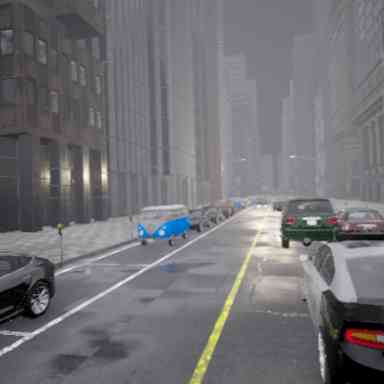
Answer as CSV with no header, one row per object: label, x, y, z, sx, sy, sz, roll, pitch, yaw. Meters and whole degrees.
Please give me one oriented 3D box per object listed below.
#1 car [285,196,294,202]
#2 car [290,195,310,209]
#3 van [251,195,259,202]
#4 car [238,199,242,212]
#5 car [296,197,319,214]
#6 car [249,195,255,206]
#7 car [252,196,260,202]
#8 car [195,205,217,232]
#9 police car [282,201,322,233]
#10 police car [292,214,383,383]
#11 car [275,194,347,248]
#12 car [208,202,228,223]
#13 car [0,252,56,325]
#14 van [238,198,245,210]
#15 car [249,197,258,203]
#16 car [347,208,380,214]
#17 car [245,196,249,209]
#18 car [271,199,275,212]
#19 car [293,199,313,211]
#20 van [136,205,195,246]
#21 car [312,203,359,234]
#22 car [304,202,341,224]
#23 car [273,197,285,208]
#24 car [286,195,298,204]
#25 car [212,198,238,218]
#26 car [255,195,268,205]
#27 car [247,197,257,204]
car,23.425,1.711,79.822,1.947,1.339,4.313,-2,-1,14
car,15.188,1.356,47.025,2.192,1.841,5.009,-2,-1,14
van,16.523,1.778,87.358,1.690,1.788,3.998,-2,-1,14
car,4.186,1.825,38.151,1.887,1.381,4.507,-2,-1,14
car,12.449,1.448,36.089,1.967,1.590,4.097,-2,-1,14
car,9.669,1.788,60.021,1.967,1.590,4.097,-2,-1,14
car,17.898,1.896,92.824,1.967,1.590,4.097,-2,-1,14
car,0.072,1.796,21.749,1.947,1.339,4.313,-2,-1,14
police car,6.657,1.444,20.642,1.930,1.638,5.238,-2,-1,14
police car,2.764,1.397,5.123,1.930,1.638,5.238,-2,-1,14
car,5.008,1.222,14.780,2.150,2.045,5.566,-2,-1,14
car,1.443,1.813,27.216,1.947,1.339,4.313,-2,-1,14
car,-4.043,1.747,5.347,1.947,1.339,4.313,-2,-1,14
van,5.551,1.638,43.621,1.690,1.788,3.998,-2,-1,14
car,15.158,1.969,81.888,2.008,1.369,4.403,-2,-1,14
car,6.963,1.381,14.222,1.967,1.590,4.097,-2,-1,14
car,6.926,1.754,49.087,1.967,1.590,4.097,-2,-1,14
car,11.020,1.616,41.549,1.837,1.490,4.892,-2,0,15
car,13.825,1.590,41.555,1.947,1.339,4.313,-2,-1,14
van,-1.307,1.555,16.284,1.690,1.788,3.998,-2,-1,14
car,8.379,1.483,19.853,1.752,1.417,4.829,-2,-1,14
car,9.710,1.525,25.154,2.008,1.369,4.403,-2,-1,14
car,13.996,1.653,53.580,1.837,1.490,4.892,-2,-1,14
car,20.678,1.549,68.890,1.967,1.590,4.097,-2,-1,14
car,2.806,1.579,32.686,2.192,1.841,5.009,-2,-1,14
car,13.360,1.835,63.359,1.994,1.385,4.181,-2,-1,14
car,13.745,1.924,76.257,1.752,1.417,4.829,-2,-1,14
